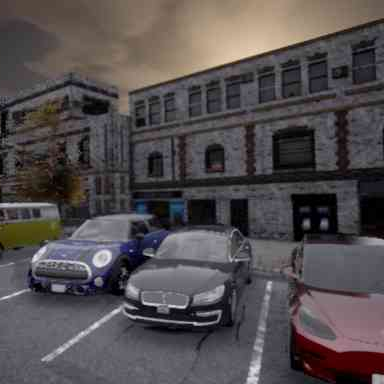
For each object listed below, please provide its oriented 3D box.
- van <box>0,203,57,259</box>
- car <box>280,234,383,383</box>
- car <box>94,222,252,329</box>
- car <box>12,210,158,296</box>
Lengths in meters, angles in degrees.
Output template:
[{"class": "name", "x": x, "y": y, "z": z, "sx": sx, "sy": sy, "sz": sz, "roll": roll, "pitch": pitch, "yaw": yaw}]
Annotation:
[{"class": "van", "x": -6.964, "y": 1.391, "z": 12.304, "sx": 1.878, "sy": 1.987, "sz": 4.442, "roll": 0, "pitch": -1, "yaw": 16}, {"class": "car", "x": 2.604, "y": 1.526, "z": 5.561, "sx": 2.163, "sy": 1.488, "sz": 4.792, "roll": 0, "pitch": -1, "yaw": 16}, {"class": "car", "x": 0.226, "y": 1.527, "z": 7.302, "sx": 2.231, "sy": 1.521, "sz": 4.892, "roll": 0, "pitch": -1, "yaw": 16}, {"class": "car", "x": -2.152, "y": 1.431, "z": 9.033, "sx": 2.185, "sy": 1.767, "sz": 4.553, "roll": 0, "pitch": -1, "yaw": 16}]
